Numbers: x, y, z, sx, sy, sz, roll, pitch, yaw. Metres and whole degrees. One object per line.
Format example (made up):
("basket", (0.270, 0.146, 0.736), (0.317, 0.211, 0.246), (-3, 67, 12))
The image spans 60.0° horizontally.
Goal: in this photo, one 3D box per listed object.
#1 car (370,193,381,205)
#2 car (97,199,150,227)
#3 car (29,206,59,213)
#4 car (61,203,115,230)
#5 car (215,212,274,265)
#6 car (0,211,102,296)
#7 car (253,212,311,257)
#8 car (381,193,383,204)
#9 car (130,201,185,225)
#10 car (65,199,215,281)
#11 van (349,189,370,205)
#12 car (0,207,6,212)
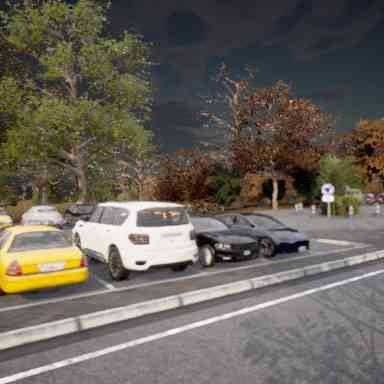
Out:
("car", (21.349, 0.908, 43.279), (2.002, 1.452, 4.674), (0, 0, -35))
("car", (-5.130, 1.446, 24.370), (2.185, 1.767, 4.553), (0, 0, -35))
("car", (-9.540, 1.594, 21.226), (2.002, 1.452, 4.674), (0, 0, -35))
("car", (-7.259, 1.593, 22.798), (2.163, 1.488, 4.792), (0, 0, -35))
("car", (0.240, 1.568, 12.124), (2.097, 1.535, 5.008), (0, 0, -35))
("car", (-4.405, 1.548, 9.077), (1.946, 1.575, 5.366), (0, 0, -35))
("car", (2.531, 1.607, 13.693), (2.163, 1.488, 4.792), (0, 0, -35))
("car", (23.628, 0.896, 44.880), (2.002, 1.452, 4.674), (0, 0, -35))
("car", (-2.843, 1.580, 25.934), (2.097, 1.535, 5.008), (0, 0, -35))
("car", (-2.043, 1.308, 10.546), (2.435, 2.045, 5.566), (0, 0, -35))
("van", (19.234, 0.655, 41.636), (1.878, 1.987, 4.442), (0, 1, -35))
("car", (-11.701, 1.543, 19.483), (1.946, 1.575, 5.366), (0, 0, -35))
